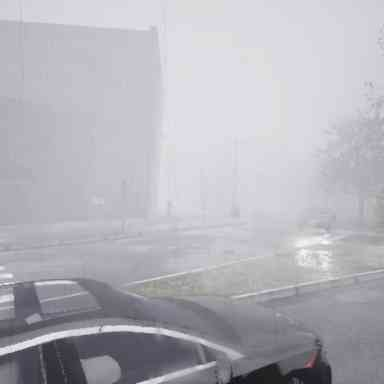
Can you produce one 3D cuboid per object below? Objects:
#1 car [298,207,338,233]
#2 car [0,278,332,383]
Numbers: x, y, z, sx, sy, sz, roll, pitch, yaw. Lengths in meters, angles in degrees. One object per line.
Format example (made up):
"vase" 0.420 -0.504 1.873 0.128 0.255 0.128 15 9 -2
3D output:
"car" 8.194 1.724 21.348 2.128 1.511 4.902 2 -2 30
"car" -0.918 1.493 2.561 4.902 1.511 2.128 0 0 -34
